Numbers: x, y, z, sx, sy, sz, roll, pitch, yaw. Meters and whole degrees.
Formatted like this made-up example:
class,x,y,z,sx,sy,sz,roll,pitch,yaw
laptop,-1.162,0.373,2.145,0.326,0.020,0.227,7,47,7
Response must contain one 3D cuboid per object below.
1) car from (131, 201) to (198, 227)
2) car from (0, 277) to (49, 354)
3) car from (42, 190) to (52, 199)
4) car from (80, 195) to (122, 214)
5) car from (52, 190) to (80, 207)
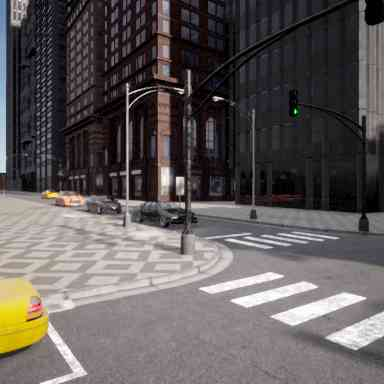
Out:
class,x,y,z,sx,sy,sz,roll,pitch,yaw
car,-1.846,1.237,20.288,2.033,1.411,5.357,0,1,-36
car,-4.232,1.525,3.630,4.829,1.417,1.752,0,0,-35
car,-24.381,0.421,57.059,1.882,1.535,5.008,0,1,-36
car,-7.562,1.012,28.231,1.837,1.490,4.892,0,1,-36
car,-13.413,0.681,36.367,2.097,1.767,4.553,0,1,-35
